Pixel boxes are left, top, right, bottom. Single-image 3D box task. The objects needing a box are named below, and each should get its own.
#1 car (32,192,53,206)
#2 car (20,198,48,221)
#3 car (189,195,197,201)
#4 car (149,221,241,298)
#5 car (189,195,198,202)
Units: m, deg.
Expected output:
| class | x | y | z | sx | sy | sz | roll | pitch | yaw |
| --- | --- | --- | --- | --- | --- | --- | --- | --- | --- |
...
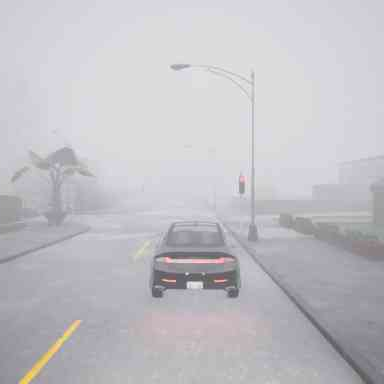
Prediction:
| class | x | y | z | sx | sy | sz | roll | pitch | yaw |
| --- | --- | --- | --- | --- | --- | --- | --- | --- | --- |
| car | -19.580 | 0.986 | 42.969 | 1.905 | 1.878 | 3.866 | 0 | 0 | 35 |
| car | -14.662 | 1.491 | 26.727 | 4.902 | 1.511 | 2.128 | 0 | 0 | 0 |
| car | 0.355 | 1.541 | 84.675 | 1.994 | 1.385 | 4.181 | 0 | 0 | 0 |
| car | 0.086 | 1.492 | 8.505 | 2.128 | 1.511 | 4.902 | 0 | 0 | 1 |
| car | 0.312 | 1.465 | 74.440 | 1.882 | 1.535 | 5.008 | 0 | 0 | 0 |
